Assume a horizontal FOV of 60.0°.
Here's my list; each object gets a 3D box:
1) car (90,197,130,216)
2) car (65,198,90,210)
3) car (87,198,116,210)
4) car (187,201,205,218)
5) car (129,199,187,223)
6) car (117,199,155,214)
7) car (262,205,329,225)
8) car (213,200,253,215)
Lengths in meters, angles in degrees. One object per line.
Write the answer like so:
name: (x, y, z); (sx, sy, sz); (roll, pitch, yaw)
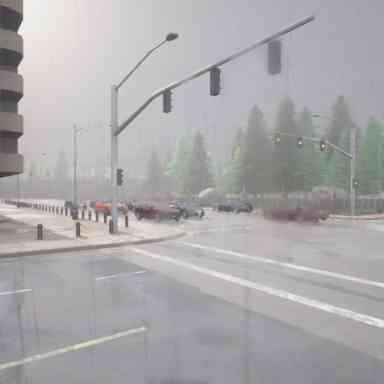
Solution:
car: (-8.287, 1.407, 33.974); (2.097, 1.767, 4.553); (0, 0, -36)
car: (-15.120, 1.546, 43.235); (2.128, 1.511, 4.902); (0, 0, -36)
car: (-12.522, 1.603, 45.606); (2.033, 1.411, 5.357); (0, 0, -36)
car: (-0.834, 1.547, 29.787); (2.128, 1.511, 4.902); (0, 0, -36)
car: (-2.817, 1.533, 26.581); (1.882, 1.535, 5.008); (0, 0, -36)
car: (-6.353, 1.547, 37.252); (2.128, 1.511, 4.902); (0, 0, -36)
car: (7.537, 1.649, 24.698); (1.895, 1.301, 4.718); (0, 0, -37)
car: (4.253, 1.547, 35.018); (2.128, 1.511, 4.902); (0, 0, -36)
